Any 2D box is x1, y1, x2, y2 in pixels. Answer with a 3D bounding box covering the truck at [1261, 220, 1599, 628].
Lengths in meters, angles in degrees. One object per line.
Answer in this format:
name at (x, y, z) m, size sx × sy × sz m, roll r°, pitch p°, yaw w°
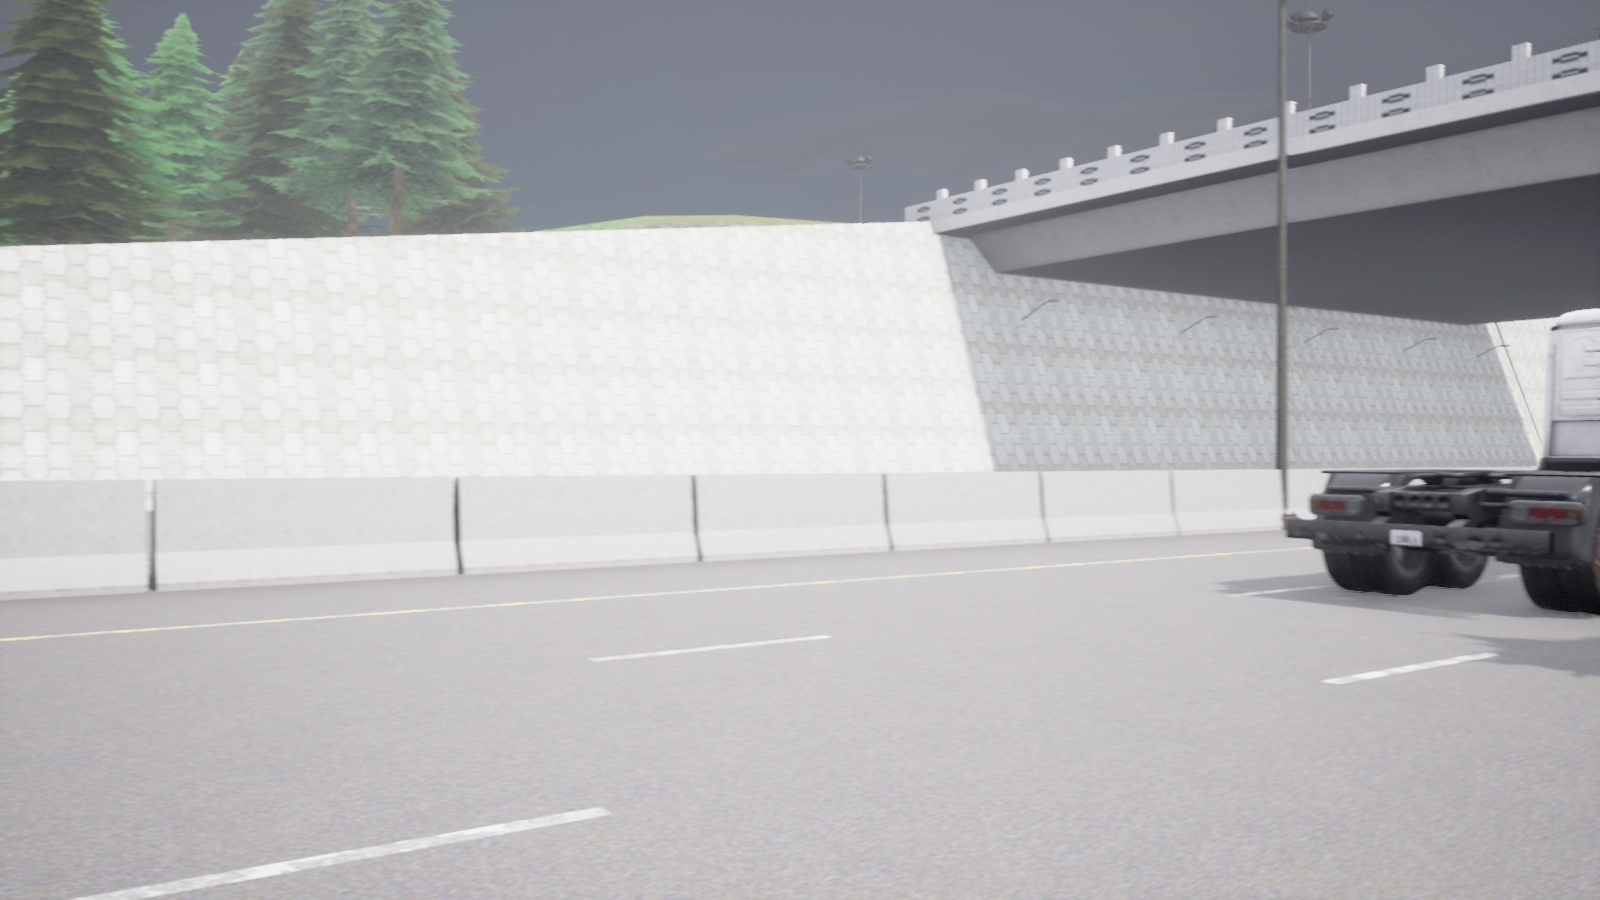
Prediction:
truck at (8.870, -0.220, 14.101) m, size 7.936 × 3.462 × 2.891 m, roll 0°, pitch 0°, yaw -35°
